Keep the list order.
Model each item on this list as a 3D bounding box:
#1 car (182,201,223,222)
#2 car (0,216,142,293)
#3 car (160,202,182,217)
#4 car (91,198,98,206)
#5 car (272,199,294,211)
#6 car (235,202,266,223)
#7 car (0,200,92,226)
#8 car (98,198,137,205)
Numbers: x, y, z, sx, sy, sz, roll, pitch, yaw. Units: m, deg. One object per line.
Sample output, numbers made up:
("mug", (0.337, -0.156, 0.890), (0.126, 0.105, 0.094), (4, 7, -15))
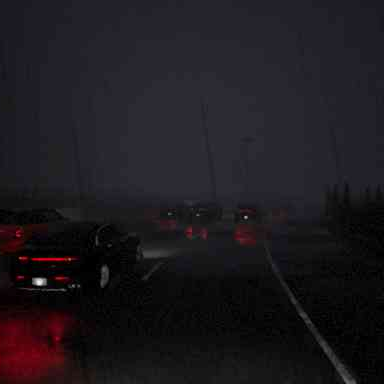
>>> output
("car", (1.190, 1.497, 26.783), (2.128, 1.511, 4.902), (0, 0, 18))
("car", (-2.709, 1.498, 8.884), (1.837, 1.490, 4.892), (0, 0, 6))
("car", (-1.181, 1.600, 30.726), (1.895, 1.301, 4.718), (0, 0, 20))
("car", (-11.943, 1.516, 42.000), (2.033, 1.411, 5.357), (0, 0, 23))
("car", (11.263, 1.562, 41.049), (1.812, 1.442, 4.674), (0, 0, 29))
("car", (4.513, 1.521, 25.631), (1.837, 1.490, 4.892), (0, 0, 18))
("car", (-5.774, 1.336, 12.248), (2.097, 1.767, 4.553), (0, 0, 8))
("car", (-8.664, 1.526, 40.778), (2.033, 1.411, 5.357), (0, 0, 23))
